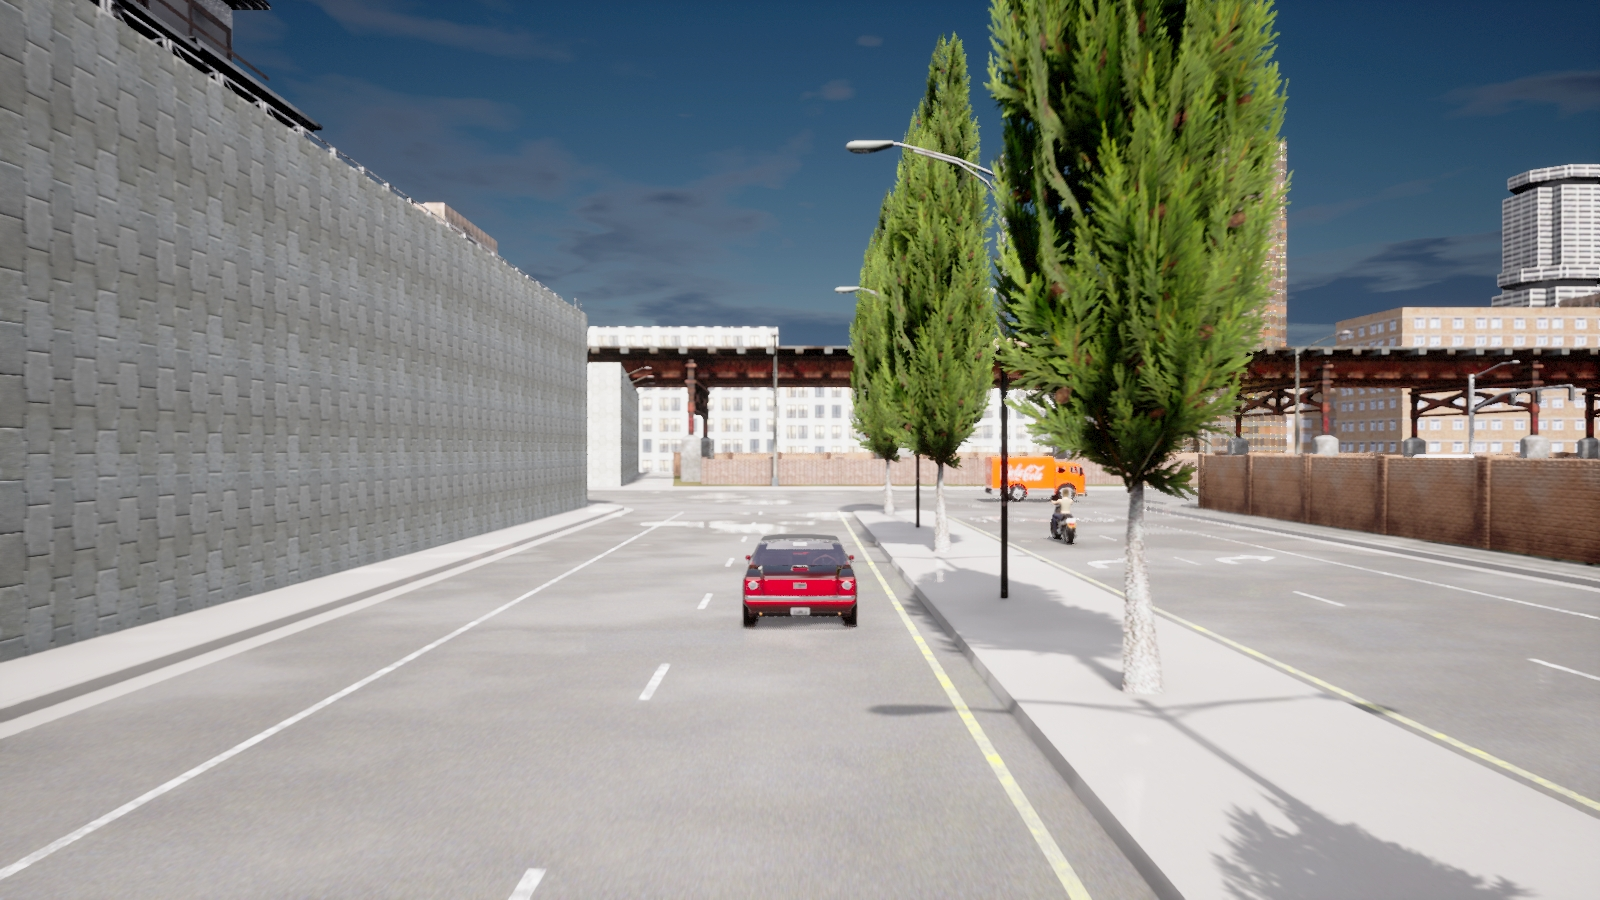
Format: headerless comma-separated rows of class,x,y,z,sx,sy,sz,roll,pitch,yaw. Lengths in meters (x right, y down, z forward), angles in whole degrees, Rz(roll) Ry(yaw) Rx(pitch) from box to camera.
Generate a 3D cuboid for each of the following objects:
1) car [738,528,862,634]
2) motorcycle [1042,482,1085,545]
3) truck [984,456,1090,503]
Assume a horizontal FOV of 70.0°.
car,-0.002,2.155,19.737,1.895,1.301,4.718,0,0,0
motorcycle,8.038,1.907,34.937,0.764,1.802,2.356,0,0,0
truck,12.776,1.566,61.930,5.204,2.467,2.627,0,0,1
